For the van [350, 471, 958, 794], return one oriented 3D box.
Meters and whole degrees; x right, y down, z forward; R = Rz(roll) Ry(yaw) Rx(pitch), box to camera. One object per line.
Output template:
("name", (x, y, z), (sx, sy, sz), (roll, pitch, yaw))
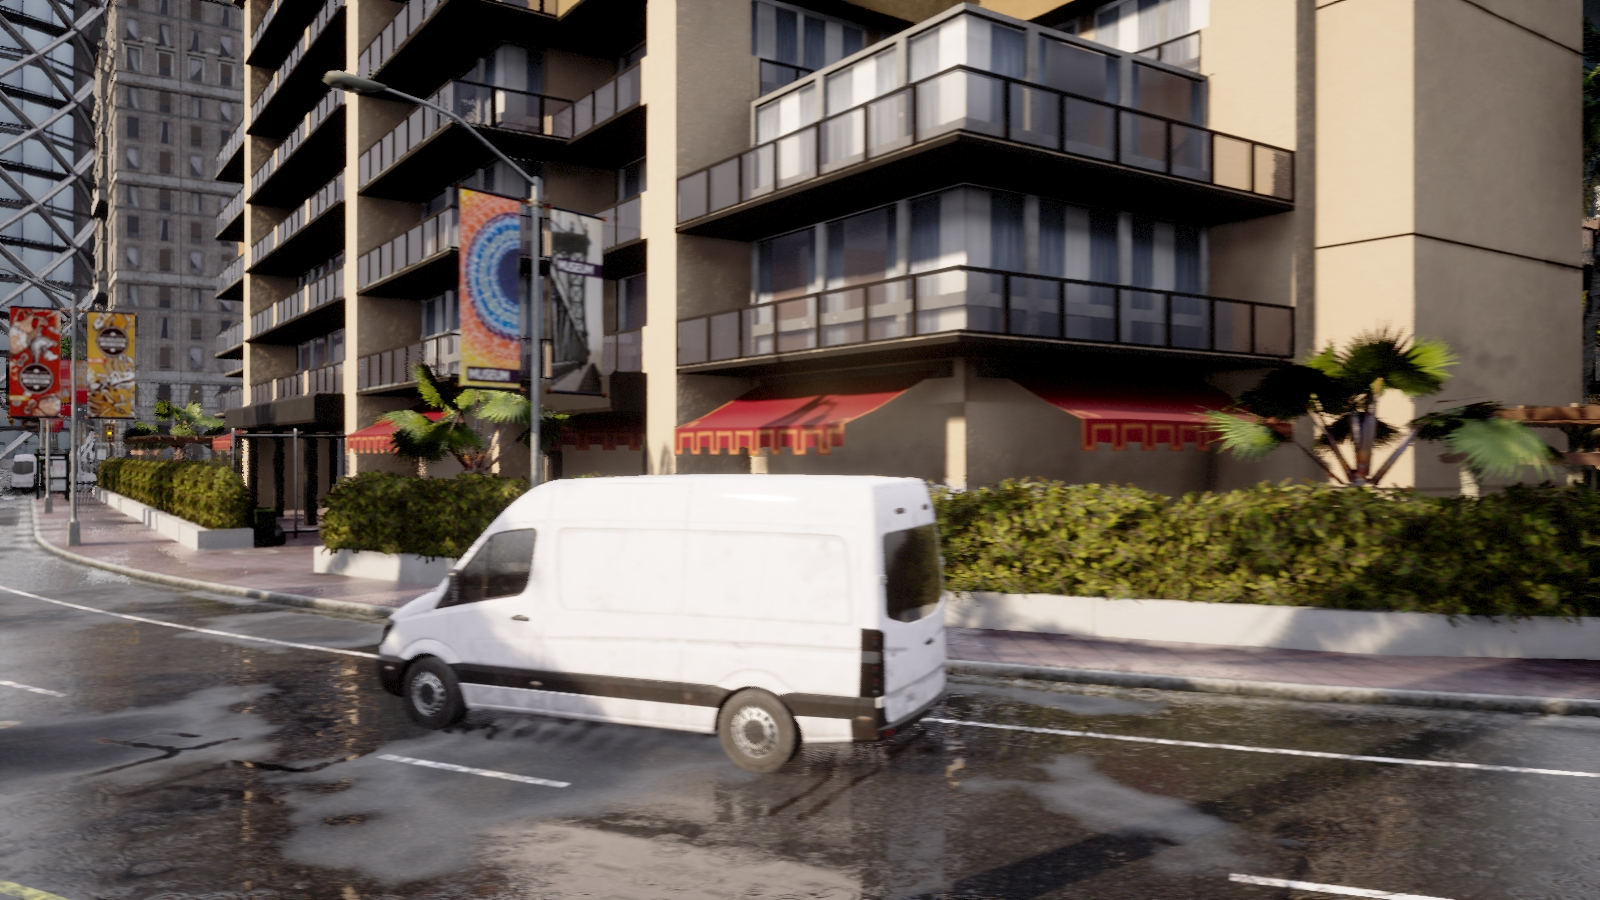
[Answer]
("van", (-1.558, 1.536, 11.511), (5.915, 2.561, 1.988), (0, 0, 25))
